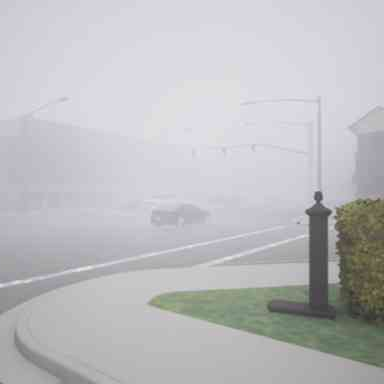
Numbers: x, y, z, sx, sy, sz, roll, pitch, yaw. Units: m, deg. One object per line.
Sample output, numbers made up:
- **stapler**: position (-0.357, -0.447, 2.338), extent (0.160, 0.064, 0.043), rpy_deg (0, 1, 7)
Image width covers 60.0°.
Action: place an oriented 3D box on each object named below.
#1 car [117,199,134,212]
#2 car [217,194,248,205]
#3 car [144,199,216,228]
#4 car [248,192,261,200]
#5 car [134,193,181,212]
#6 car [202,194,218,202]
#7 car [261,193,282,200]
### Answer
- **car**: position (-6.618, 1.525, 38.403), extent (1.994, 1.385, 4.181), rpy_deg (0, 1, 35)
- **car**: position (6.234, 1.185, 50.620), extent (1.895, 1.301, 4.718), rpy_deg (0, 2, 35)
- **car**: position (-0.656, 1.485, 22.351), extent (1.882, 1.535, 5.008), rpy_deg (0, 0, 35)
- **car**: position (12.493, 0.773, 65.511), extent (1.812, 1.442, 4.674), rpy_deg (0, 0, 36)
- **car**: position (-3.352, 1.163, 36.962), extent (2.150, 2.045, 5.566), rpy_deg (0, 1, 35)
- **car**: position (3.372, 1.081, 52.631), extent (2.128, 1.511, 4.902), rpy_deg (0, 2, 35)
- **car**: position (15.449, 0.841, 63.647), extent (1.895, 1.301, 4.718), rpy_deg (0, 0, 36)
